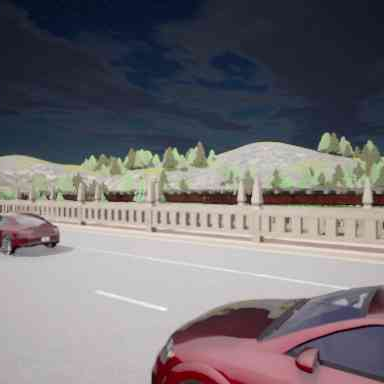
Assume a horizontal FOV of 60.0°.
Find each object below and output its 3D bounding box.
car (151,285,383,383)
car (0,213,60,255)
[{"bbox_3d":[1.648,1.564,2.817,4.181,1.385,1.994,0,0,36],"label":"car"},{"bbox_3d":[-7.202,1.566,13.474,4.674,1.442,1.812,0,0,36],"label":"car"}]
